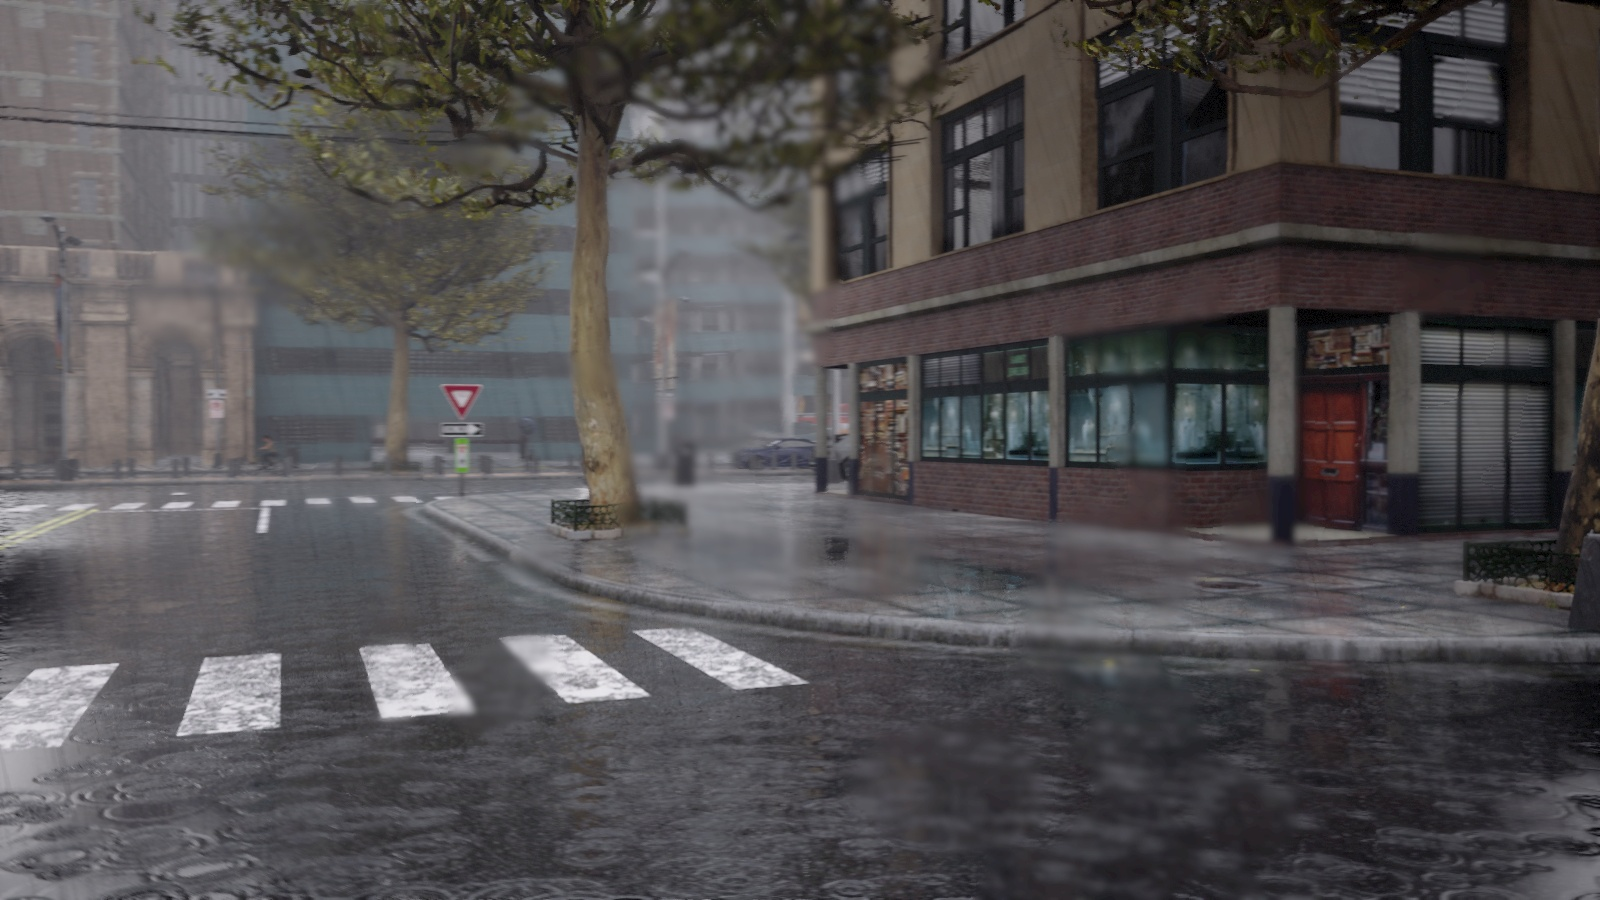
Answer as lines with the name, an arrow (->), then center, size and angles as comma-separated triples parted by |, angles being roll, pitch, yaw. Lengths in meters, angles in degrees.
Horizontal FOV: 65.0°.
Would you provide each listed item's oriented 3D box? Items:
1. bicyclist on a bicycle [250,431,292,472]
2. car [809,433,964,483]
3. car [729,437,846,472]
bicyclist on a bicycle -> -20.896, 0.050, 49.604 | 1.509, 1.612, 0.866 | 0, 1, -21
car -> 2.956, 0.242, 42.800 | 4.856, 1.649, 2.033 | 0, 1, -21
car -> -0.519, 0.185, 53.777 | 4.674, 1.442, 1.812 | 0, 1, -22
